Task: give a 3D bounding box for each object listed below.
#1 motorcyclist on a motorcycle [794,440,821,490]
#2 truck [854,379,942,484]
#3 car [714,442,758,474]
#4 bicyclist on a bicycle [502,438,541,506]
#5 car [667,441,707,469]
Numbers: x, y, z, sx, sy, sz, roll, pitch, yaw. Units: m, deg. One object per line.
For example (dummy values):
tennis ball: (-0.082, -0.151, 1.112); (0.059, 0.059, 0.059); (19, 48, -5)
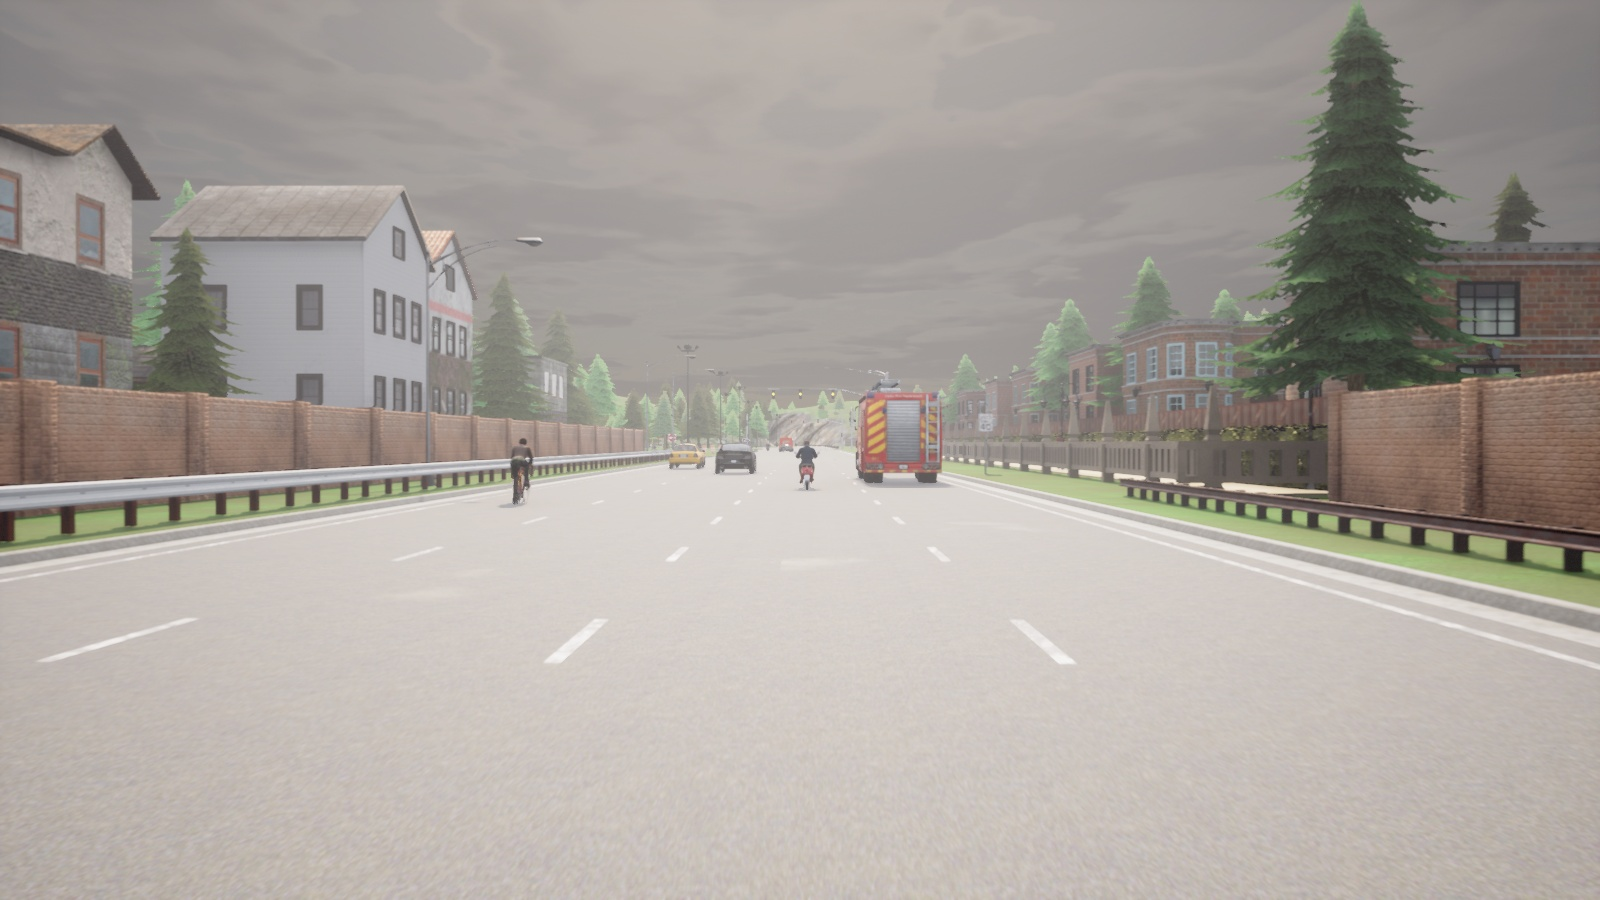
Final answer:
motorcyclist on a motorcycle: (0.234, 0.469, 41.012); (0.866, 1.590, 1.817); (0, 0, 0)
truck: (3.784, -0.699, 50.157); (2.891, 3.827, 8.468); (0, 0, 0)
car: (-3.151, 0.369, 62.500); (1.882, 1.535, 5.008); (0, 0, 0)
bicyclist on a bicycle: (-6.820, 0.520, 30.861); (0.582, 1.620, 1.656); (0, 0, 0)
car: (-6.592, 0.265, 73.624); (1.801, 1.575, 5.366); (0, 0, 0)
